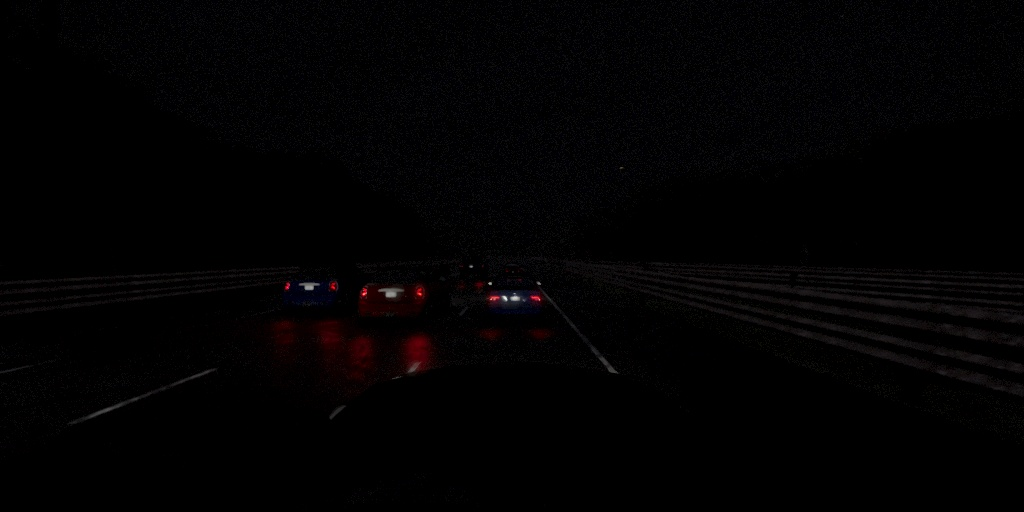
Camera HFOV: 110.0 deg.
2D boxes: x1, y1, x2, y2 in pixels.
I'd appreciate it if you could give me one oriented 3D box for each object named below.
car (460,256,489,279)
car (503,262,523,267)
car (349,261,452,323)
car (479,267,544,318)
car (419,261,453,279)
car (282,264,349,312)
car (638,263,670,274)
[{"bbox_3d":[-3.412,0.976,32.807,2.150,2.045,5.566,0,0,0],"label":"car"},{"bbox_3d":[0.087,1.281,34.457,1.812,1.442,4.674,0,0,0],"label":"car"},{"bbox_3d":[-3.406,1.103,12.218,2.097,1.767,4.553,0,0,0],"label":"car"},{"bbox_3d":[0.095,1.298,13.018,2.033,1.411,5.357,0,0,0],"label":"car"},{"bbox_3d":[-6.912,1.246,33.268,2.128,1.511,4.902,0,0,0],"label":"car"},{"bbox_3d":[-6.906,1.105,14.332,2.097,1.767,4.553,0,0,0],"label":"car"},{"bbox_3d":[12.617,1.350,33.401,2.163,1.488,4.792,0,0,-14],"label":"car"}]
